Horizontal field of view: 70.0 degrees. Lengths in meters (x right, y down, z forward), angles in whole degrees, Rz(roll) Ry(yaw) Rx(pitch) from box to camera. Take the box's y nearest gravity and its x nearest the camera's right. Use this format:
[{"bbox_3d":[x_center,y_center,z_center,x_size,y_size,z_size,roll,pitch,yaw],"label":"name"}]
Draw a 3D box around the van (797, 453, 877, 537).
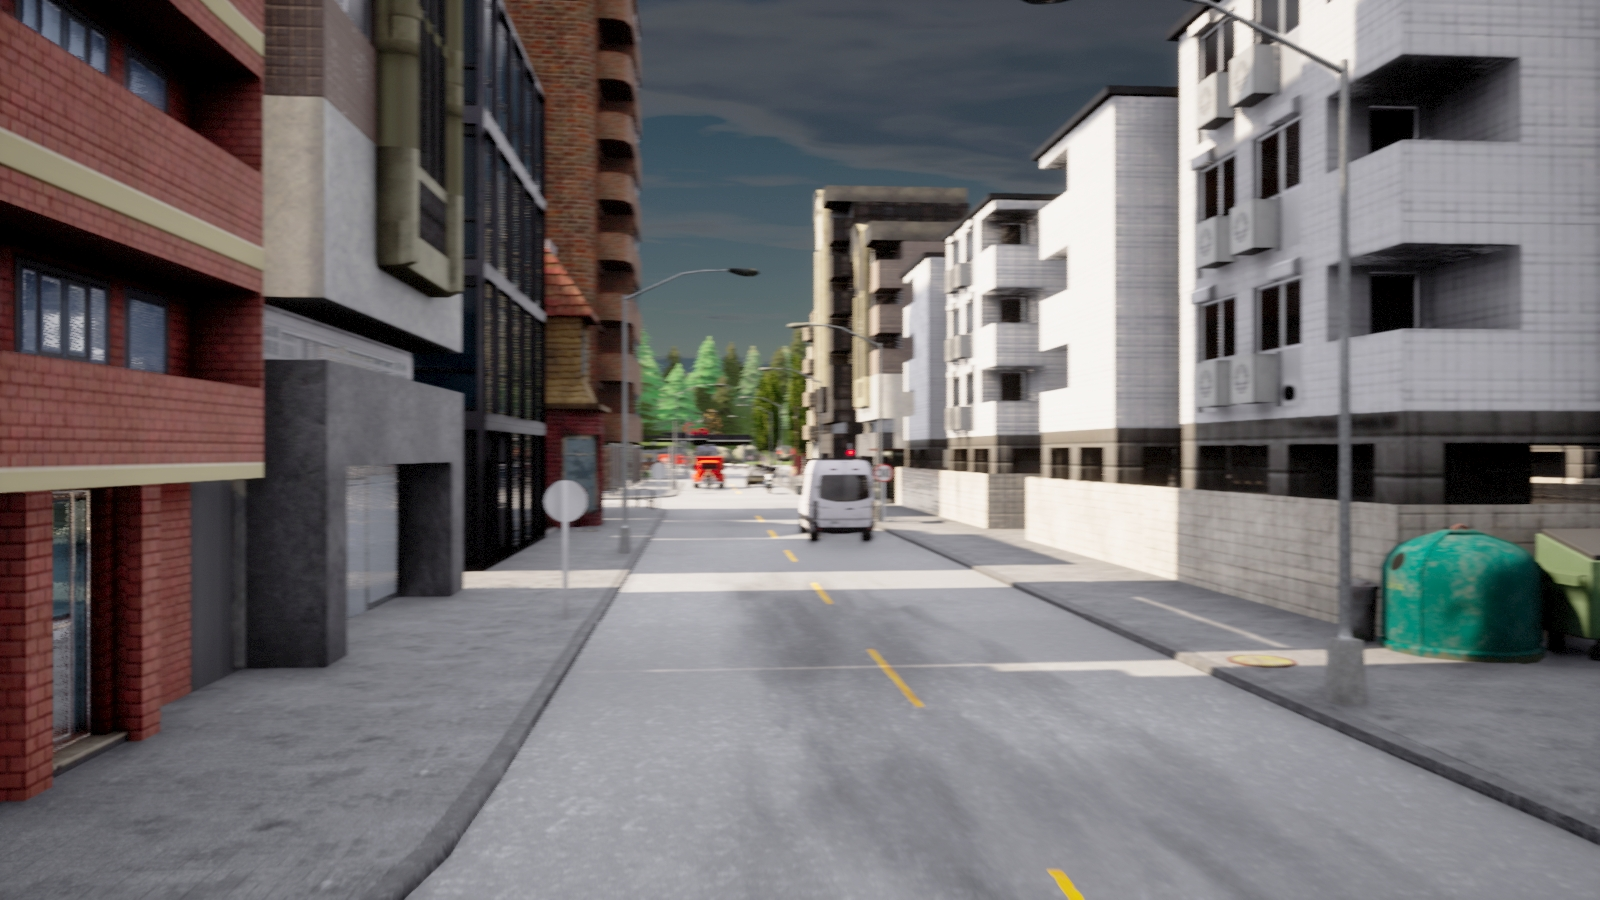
[{"bbox_3d":[1.130,1.385,37.934,1.988,2.561,5.915,0,0,-5],"label":"van"}]
